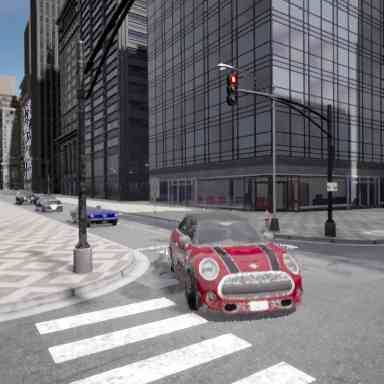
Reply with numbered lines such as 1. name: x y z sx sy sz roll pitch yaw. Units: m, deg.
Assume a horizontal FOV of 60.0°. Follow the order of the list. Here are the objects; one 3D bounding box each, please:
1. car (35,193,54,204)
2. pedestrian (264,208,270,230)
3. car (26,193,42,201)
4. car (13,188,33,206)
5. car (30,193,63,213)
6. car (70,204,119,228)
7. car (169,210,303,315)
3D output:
1. car: -22.871 0.951 51.438 1.837 1.490 4.892 -1 1 -34
2. pedestrian: 3.902 1.373 17.255 0.500 1.100 0.500 0 0 -34
3. car: -28.438 0.922 59.669 1.895 1.301 4.718 -1 1 -34
4. car: -23.045 0.757 46.144 2.150 2.045 5.566 -1 1 -34
5. car: -14.111 1.201 32.784 2.128 1.511 4.902 -1 1 -34
6. car: -6.299 1.444 21.215 1.895 1.301 4.718 -1 1 -34
7. car: 0.711 1.336 7.892 2.097 1.767 4.553 -1 1 -11
